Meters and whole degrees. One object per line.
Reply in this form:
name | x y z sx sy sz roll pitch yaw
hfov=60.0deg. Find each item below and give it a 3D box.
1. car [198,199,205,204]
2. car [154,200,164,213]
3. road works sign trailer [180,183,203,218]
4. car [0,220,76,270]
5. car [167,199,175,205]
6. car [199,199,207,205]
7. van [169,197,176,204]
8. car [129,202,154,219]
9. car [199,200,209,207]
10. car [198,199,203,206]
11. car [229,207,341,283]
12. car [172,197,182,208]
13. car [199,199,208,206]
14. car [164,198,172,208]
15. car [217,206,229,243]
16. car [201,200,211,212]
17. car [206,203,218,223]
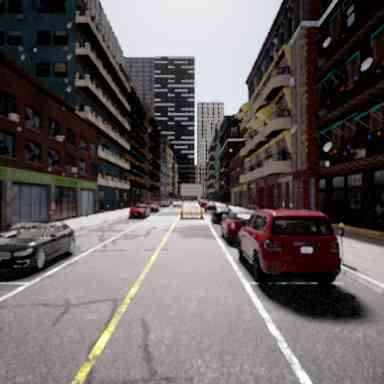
car | 2.481 2.574 91.166 1.752 1.417 4.829 0 -1 0
car | -5.353 2.046 45.462 1.887 1.381 4.507 1 -1 0
road works sign trailer | -0.034 0.836 34.103 2.380 3.560 2.880 0 -1 0
car | -5.335 1.673 11.328 2.008 1.369 4.403 1 -1 0
car | -5.394 2.519 85.289 1.887 1.381 4.507 1 -1 0
car | 2.493 2.432 79.788 1.752 1.417 4.829 1 -1 0
van | -5.397 2.387 90.980 1.690 1.788 3.998 1 -1 0
car | -5.341 1.916 34.085 1.887 1.381 4.507 1 -1 0
car | 2.504 2.313 68.240 1.887 1.381 4.507 1 -1 0
car | 2.510 2.283 62.550 1.802 1.307 4.206 1 -1 0
car | 2.598 1.423 9.915 2.192 1.841 5.009 1 -1 0
car | -2.838 2.250 64.584 1.812 1.442 4.674 0 -1 1
car | 2.498 2.381 73.929 1.887 1.381 4.507 1 -1 0
car | -5.370 2.251 62.531 2.008 1.369 4.403 1 -1 0
car | 2.557 1.625 17.037 1.967 1.590 4.097 1 -1 0
car | 2.527 2.084 45.481 1.802 1.307 4.206 1 -1 0
car | 2.544 1.875 28.415 1.947 1.339 4.313 1 -1 0
